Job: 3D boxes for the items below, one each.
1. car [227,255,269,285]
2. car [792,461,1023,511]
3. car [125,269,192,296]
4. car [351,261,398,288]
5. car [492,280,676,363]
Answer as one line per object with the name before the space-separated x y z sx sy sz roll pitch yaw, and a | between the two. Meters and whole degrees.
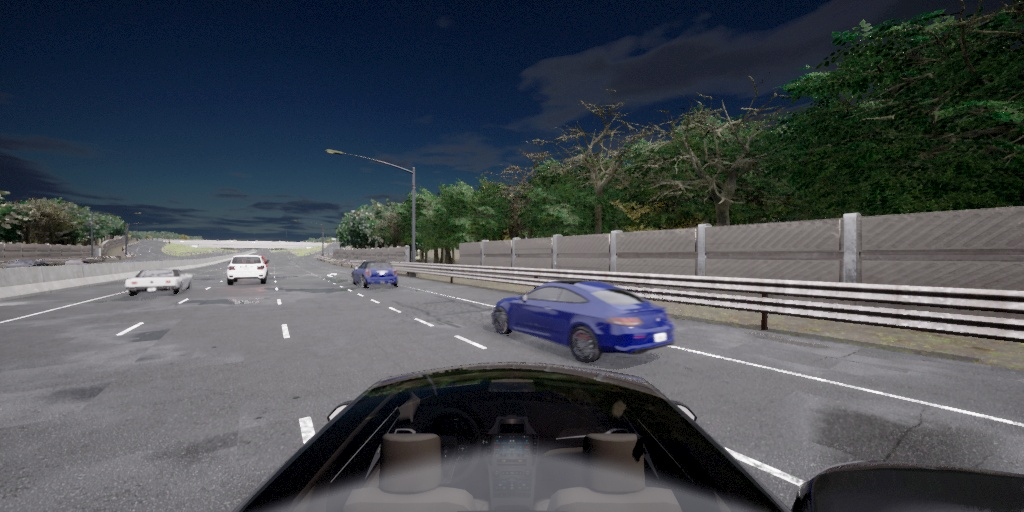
car | -19.283 0.957 26.244 2.150 2.045 5.566 0 0 -34
car | 2.984 1.315 0.502 4.181 1.385 1.994 0 0 34
car | -18.954 1.341 19.480 1.895 1.301 4.718 0 0 -34
car | -9.158 1.094 23.721 2.097 1.767 4.553 0 0 -34
car | 1.326 1.276 8.227 1.812 1.442 4.674 0 0 -34
